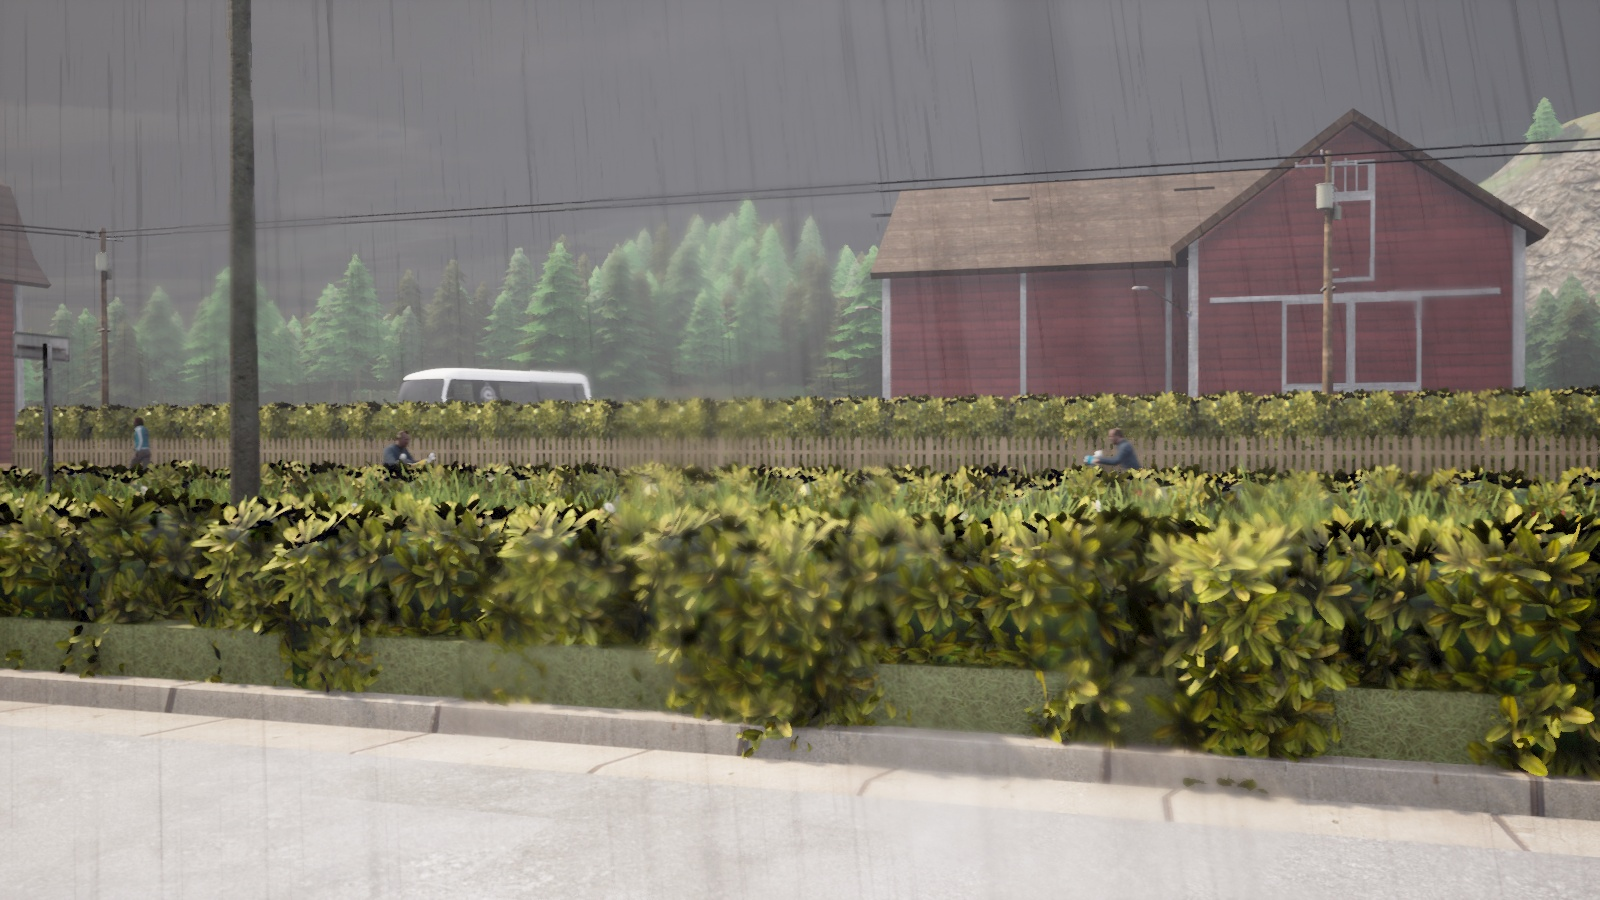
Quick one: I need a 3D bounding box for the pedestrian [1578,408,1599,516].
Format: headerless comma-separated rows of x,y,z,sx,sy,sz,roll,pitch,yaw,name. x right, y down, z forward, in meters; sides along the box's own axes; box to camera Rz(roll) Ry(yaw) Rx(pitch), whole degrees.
13.643,0.195,21.128,0.869,1.805,0.328,0,1,13,pedestrian

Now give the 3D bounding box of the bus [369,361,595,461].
-14.619,-1.748,58.853,3.944,4.253,10.273,1,1,34,bus

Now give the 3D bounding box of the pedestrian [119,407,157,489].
-15.723,-0.054,29.832,0.692,1.930,0.396,0,1,10,pedestrian
